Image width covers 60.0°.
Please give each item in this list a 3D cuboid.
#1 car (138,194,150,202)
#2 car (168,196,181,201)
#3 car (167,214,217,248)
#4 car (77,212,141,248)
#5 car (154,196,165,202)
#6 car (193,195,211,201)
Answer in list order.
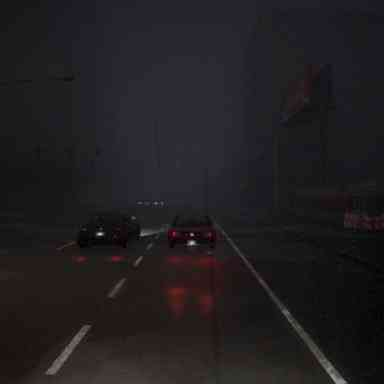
[{"bbox_3d":[-10.500,1.314,72.485,2.097,1.767,4.553,0,0,0],"label":"car"},{"bbox_3d":[-4.604,1.564,85.632,1.895,1.301,4.718,0,0,-27],"label":"car"},{"bbox_3d":[0.000,1.614,14.680,1.895,1.301,4.718,0,0,0],"label":"car"},{"bbox_3d":[-3.500,1.570,14.650,1.994,1.385,4.181,0,0,0],"label":"car"},{"bbox_3d":[-7.000,1.512,72.454,1.994,1.385,4.181,0,0,0],"label":"car"},{"bbox_3d":[2.649,1.437,85.467,5.008,1.535,1.882,-1,0,-36],"label":"car"}]
